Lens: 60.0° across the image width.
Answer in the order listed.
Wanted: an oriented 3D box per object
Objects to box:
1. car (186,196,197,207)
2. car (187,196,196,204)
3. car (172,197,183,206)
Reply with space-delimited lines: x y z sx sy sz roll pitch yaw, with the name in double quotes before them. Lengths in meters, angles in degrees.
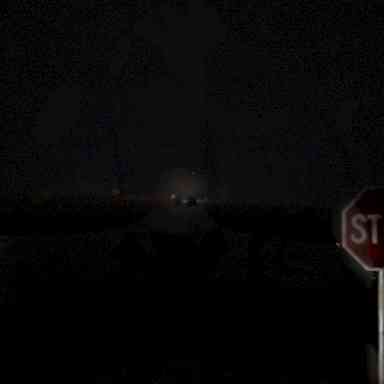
"car" -0.025 1.845 59.172 1.812 1.442 4.674 0 0 0
"car" -0.029 1.693 69.207 1.837 1.490 4.892 0 0 0
"car" -2.777 1.775 64.199 1.882 1.535 5.008 0 0 0
